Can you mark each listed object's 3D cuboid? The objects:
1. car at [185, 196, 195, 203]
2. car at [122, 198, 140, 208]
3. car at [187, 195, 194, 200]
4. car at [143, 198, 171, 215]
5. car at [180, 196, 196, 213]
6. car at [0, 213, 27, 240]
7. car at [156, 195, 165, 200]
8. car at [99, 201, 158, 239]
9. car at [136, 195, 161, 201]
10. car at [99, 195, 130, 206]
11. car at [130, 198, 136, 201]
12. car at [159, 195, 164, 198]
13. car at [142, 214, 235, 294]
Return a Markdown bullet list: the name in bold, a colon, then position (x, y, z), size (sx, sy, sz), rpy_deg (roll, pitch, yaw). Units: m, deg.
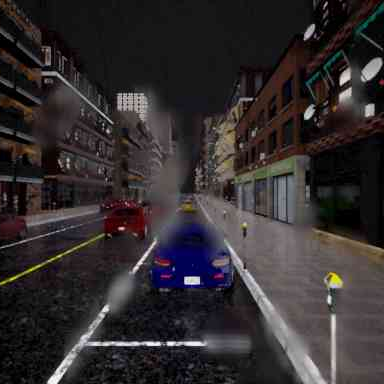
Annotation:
- **car**: position (-0.453, 1.545, 70.970), size (2.008, 1.369, 4.403), rpy_deg (0, 0, 0)
- **car**: position (-8.834, 1.543, 48.430), size (1.887, 1.381, 4.507), rpy_deg (0, 0, 0)
- **car**: position (-0.452, 1.513, 93.685), size (1.752, 1.417, 4.829), rpy_deg (0, 0, 0)
- **car**: position (-3.127, 1.564, 31.645), size (1.994, 1.385, 4.181), rpy_deg (0, 0, 0)
- **car**: position (-0.454, 1.525, 37.323), size (1.752, 1.417, 4.829), rpy_deg (0, 0, 0)
- **car**: position (-8.835, 1.583, 14.612), size (1.802, 1.307, 4.206), rpy_deg (0, 0, 0)
- **car**: position (-8.834, 1.539, 93.519), size (2.008, 1.369, 4.403), rpy_deg (0, 0, 0)
- **car**: position (-3.121, 1.478, 17.329), size (1.882, 1.535, 5.008), rpy_deg (0, 0, 0)
- **car**: position (-6.153, 1.546, 47.627), size (2.033, 1.411, 5.357), rpy_deg (0, 0, 0)
- **car**: position (-8.833, 1.314, 37.157), size (2.192, 1.841, 5.009), rpy_deg (0, 0, 0)
- **car**: position (-8.834, 1.439, 42.793), size (1.967, 1.590, 4.097), rpy_deg (0, 0, 0)
- **car**: position (-8.834, 1.541, 87.882), size (2.008, 1.369, 4.403), rpy_deg (0, 0, 0)
- **car**: position (0.004, 1.526, 8.649), size (1.812, 1.442, 4.674), rpy_deg (0, 0, 0)
